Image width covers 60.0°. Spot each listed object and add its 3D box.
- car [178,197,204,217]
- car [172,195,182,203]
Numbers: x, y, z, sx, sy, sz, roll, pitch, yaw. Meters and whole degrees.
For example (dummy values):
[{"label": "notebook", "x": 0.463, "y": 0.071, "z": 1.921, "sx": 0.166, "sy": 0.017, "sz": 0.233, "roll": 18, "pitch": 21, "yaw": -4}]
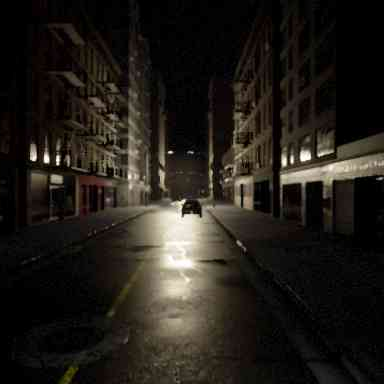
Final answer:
[{"label": "car", "x": -0.006, "y": 1.522, "z": 30.825, "sx": 1.837, "sy": 1.490, "sz": 4.892, "roll": 0, "pitch": 0, "yaw": 0}, {"label": "car", "x": -3.090, "y": 1.474, "z": 68.229, "sx": 1.837, "sy": 1.490, "sz": 4.892, "roll": 0, "pitch": 0, "yaw": 0}]
